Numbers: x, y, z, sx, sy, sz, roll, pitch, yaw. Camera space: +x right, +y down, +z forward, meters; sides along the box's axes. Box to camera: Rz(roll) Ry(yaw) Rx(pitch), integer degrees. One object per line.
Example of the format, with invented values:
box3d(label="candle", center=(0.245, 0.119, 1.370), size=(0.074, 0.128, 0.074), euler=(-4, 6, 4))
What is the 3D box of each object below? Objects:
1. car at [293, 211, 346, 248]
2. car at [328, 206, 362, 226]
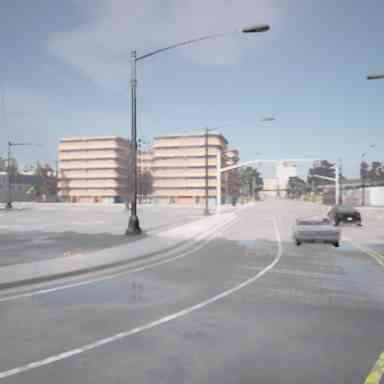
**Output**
box3d(label="car", center=(6.001, 1.839, 16.330), size=(1.895, 1.301, 4.718), euler=(0, -1, 15))
box3d(label="car", center=(12.218, 1.859, 26.923), size=(1.882, 1.535, 5.008), euler=(0, -1, 14))
